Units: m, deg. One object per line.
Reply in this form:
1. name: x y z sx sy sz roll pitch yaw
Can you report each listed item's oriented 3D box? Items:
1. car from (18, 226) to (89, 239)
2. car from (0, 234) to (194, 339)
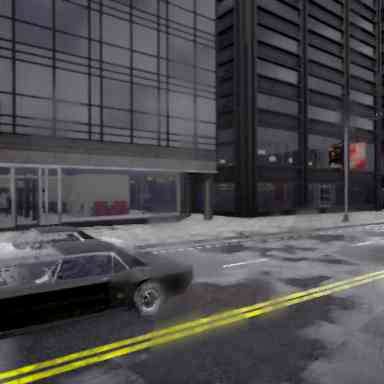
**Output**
1. car: -4.020 1.613 8.794 4.718 1.301 1.895 0 0 -35
2. car: -2.375 1.611 5.976 4.718 1.301 1.895 0 0 -35
